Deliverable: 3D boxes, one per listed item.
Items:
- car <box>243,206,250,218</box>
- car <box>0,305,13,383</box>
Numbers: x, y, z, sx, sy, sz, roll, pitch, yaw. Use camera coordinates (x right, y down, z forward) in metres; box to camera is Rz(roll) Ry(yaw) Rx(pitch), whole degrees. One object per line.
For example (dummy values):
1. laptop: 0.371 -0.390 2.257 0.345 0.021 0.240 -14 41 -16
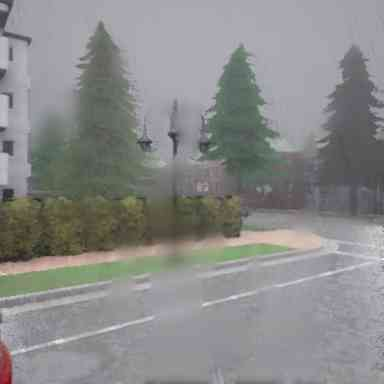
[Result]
1. car: 2.817 1.442 28.680 1.882 1.535 5.008 0 0 -36
2. car: -3.822 1.220 1.235 5.566 2.045 2.150 -1 0 -35
